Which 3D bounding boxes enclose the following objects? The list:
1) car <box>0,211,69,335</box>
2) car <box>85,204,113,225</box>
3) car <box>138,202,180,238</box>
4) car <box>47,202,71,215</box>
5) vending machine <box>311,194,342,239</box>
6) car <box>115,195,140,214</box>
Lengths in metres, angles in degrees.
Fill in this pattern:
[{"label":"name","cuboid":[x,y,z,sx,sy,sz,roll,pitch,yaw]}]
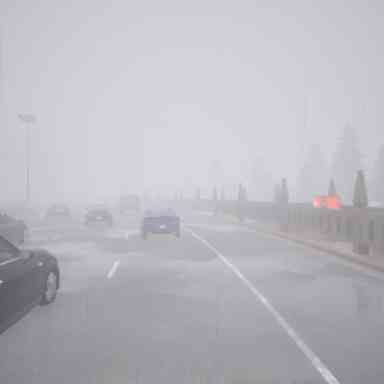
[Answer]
[{"label":"car","cuboid":[-3.766,1.368,5.194,2.097,1.767,4.553,0,0,-3]},{"label":"car","cuboid":[-6.905,1.581,24.761,1.812,1.442,4.674,0,0,-15]},{"label":"car","cuboid":[-1.822,1.496,18.133,1.882,1.535,5.008,0,0,-10]},{"label":"car","cuboid":[-12.830,1.673,32.149,1.994,1.385,4.181,0,0,-19]},{"label":"vending machine","cuboid":[6.575,1.171,16.312,1.100,2.100,0.880,0,0,-9]},{"label":"car","cuboid":[-7.272,1.301,37.336,2.150,2.045,5.566,0,0,-21]}]
